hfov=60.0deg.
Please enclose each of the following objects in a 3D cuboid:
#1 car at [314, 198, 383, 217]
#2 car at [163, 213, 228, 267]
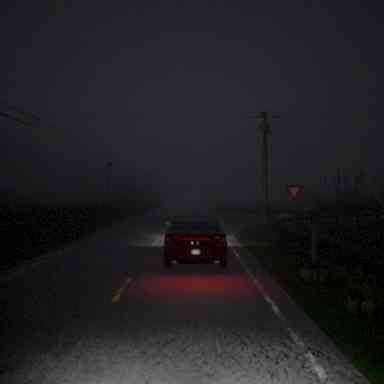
[{"bbox_3d":[11.882,1.207,25.262,4.902,1.511,2.128,-2,0,2],"label":"car"},{"bbox_3d":[0.103,1.461,11.392,1.882,1.535,5.008,0,0,0],"label":"car"}]
